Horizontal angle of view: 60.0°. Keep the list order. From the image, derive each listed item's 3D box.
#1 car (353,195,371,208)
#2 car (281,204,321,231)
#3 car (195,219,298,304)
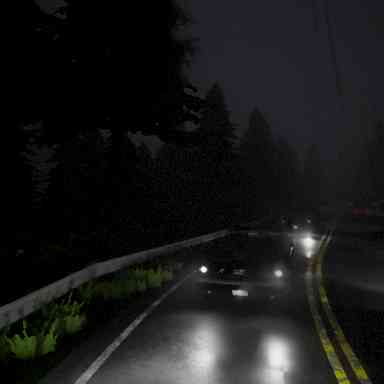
[{"bbox_3d":[20.607,1.058,40.250,2.128,1.511,4.902,-2,0,28],"label":"car"},{"bbox_3d":[6.657,1.460,20.060,2.033,1.411,5.357,-2,0,26],"label":"car"},{"bbox_3d":[1.581,1.598,8.417,1.895,1.301,4.718,-1,0,18],"label":"car"}]
